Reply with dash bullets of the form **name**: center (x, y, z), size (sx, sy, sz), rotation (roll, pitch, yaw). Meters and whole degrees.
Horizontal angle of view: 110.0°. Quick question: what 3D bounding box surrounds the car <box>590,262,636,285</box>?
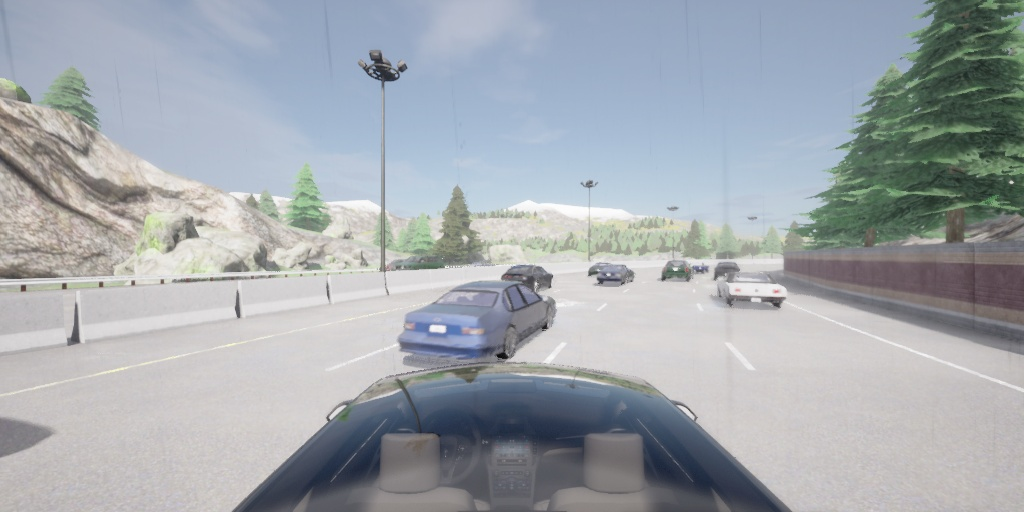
- **car**: center (7.668, 1.298, 26.206), size (2.033, 1.411, 5.357), rotation (0, 0, 29)

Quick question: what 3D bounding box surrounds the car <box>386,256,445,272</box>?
- **car**: center (-8.578, 0.973, 33.289), size (2.150, 2.045, 5.566), rotation (0, 0, 28)

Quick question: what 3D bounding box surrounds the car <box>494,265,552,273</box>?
- **car**: center (1.019, 1.255, 20.728), size (1.837, 1.490, 4.892), rotation (0, 0, 25)

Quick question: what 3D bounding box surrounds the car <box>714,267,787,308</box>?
- **car**: center (10.108, 1.351, 15.465), size (1.895, 1.301, 4.718), rotation (0, 0, 25)

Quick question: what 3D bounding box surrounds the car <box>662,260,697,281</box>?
- **car**: center (13.916, 1.103, 29.950), size (2.097, 1.767, 4.553), rotation (0, 0, 31)

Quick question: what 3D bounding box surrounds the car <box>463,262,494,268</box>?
- **car**: center (-3.196, 1.299, 35.845), size (2.033, 1.411, 5.357), rotation (0, 0, 30)

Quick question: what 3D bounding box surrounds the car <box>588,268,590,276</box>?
- **car**: center (9.056, 1.314, 35.418), size (1.994, 1.385, 4.181), rotation (0, 0, 32)

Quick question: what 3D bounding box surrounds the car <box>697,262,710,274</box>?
- **car**: center (21.086, 1.352, 40.653), size (1.895, 1.301, 4.718), rotation (0, 0, 36)

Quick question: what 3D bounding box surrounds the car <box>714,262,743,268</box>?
- **car**: center (18.465, 1.253, 30.697), size (1.837, 1.490, 4.892), rotation (0, -1, 32)

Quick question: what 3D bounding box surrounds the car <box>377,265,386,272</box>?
- **car**: center (-11.169, 1.104, 35.773), size (2.097, 1.767, 4.553), rotation (0, 0, 28)

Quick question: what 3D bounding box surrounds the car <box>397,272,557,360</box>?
- **car**: center (-0.392, 1.298, 8.505), size (2.033, 1.411, 5.357), rotation (0, 0, 20)
